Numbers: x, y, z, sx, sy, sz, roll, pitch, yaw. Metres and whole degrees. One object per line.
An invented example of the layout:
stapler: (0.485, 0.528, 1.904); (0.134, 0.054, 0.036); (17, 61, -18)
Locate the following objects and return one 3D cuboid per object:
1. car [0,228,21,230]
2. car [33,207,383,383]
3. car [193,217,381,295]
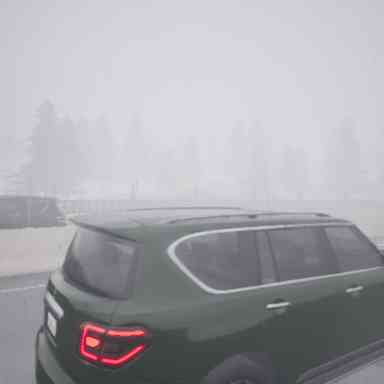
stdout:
car: (-7.294, 1.149, 11.568); (5.566, 2.045, 2.150); (1, 0, -34)
car: (1.051, 1.229, 4.311); (5.566, 2.045, 2.150); (1, 0, -33)
car: (2.849, 1.572, 9.545); (5.357, 1.411, 2.033); (1, 0, -30)
